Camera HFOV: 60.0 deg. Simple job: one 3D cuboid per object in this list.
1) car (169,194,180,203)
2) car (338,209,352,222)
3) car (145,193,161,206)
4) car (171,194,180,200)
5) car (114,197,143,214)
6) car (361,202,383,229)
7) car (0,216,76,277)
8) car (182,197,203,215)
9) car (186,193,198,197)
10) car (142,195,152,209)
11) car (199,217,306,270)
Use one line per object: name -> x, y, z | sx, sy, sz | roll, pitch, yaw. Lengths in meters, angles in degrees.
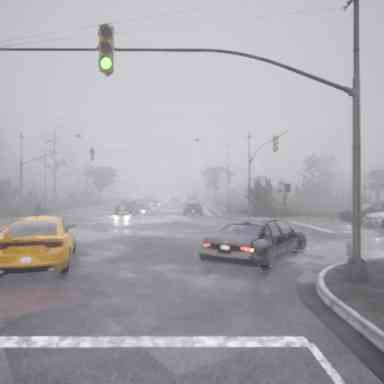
car -> -3.531, 1.403, 67.522 | 1.837, 1.490, 4.892 | 0, 1, 0
car -> 13.453, 1.517, 24.713 | 5.008, 1.535, 1.882 | 0, 0, -3
car -> -7.014, 1.254, 55.716 | 2.150, 2.045, 5.566 | 0, 0, 0
car -> -3.916, 1.153, 77.648 | 1.812, 1.442, 4.674 | 0, 1, -8
car -> -7.095, 1.549, 36.249 | 2.128, 1.511, 4.902 | 0, 0, 0
car -> 13.381, 1.560, 21.201 | 4.674, 1.442, 1.812 | 0, 0, -3
car -> -4.772, 1.494, 10.468 | 1.882, 1.535, 5.008 | 0, 0, -17
car -> 0.091, 1.560, 34.301 | 1.837, 1.490, 4.892 | 0, 0, 0
car -> -0.029, 1.122, 67.561 | 2.150, 2.045, 5.566 | 0, 1, 0
car -> -7.052, 1.573, 45.644 | 1.837, 1.490, 4.892 | 0, 0, 0
car -> 2.286, 1.566, 11.194 | 2.033, 1.411, 5.357 | 0, 0, 33
